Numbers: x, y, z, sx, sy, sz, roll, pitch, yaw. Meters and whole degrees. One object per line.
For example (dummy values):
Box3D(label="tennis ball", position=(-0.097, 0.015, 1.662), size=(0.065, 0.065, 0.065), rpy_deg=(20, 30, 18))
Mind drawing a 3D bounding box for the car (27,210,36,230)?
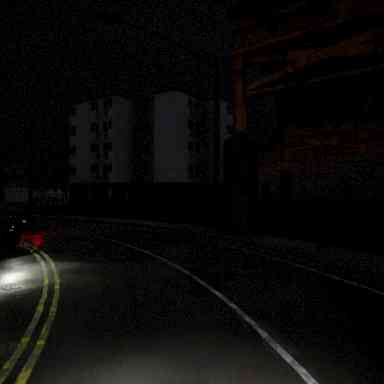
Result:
Box3D(label="car", position=(-11.629, 1.534, 20.424), size=(5.008, 1.535, 1.882), rpy_deg=(0, -1, 35))

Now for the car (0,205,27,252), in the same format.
Box3D(label="car", position=(-8.772, 1.259, 13.303), size=(2.150, 2.045, 5.566), rpy_deg=(1, -1, -44))
